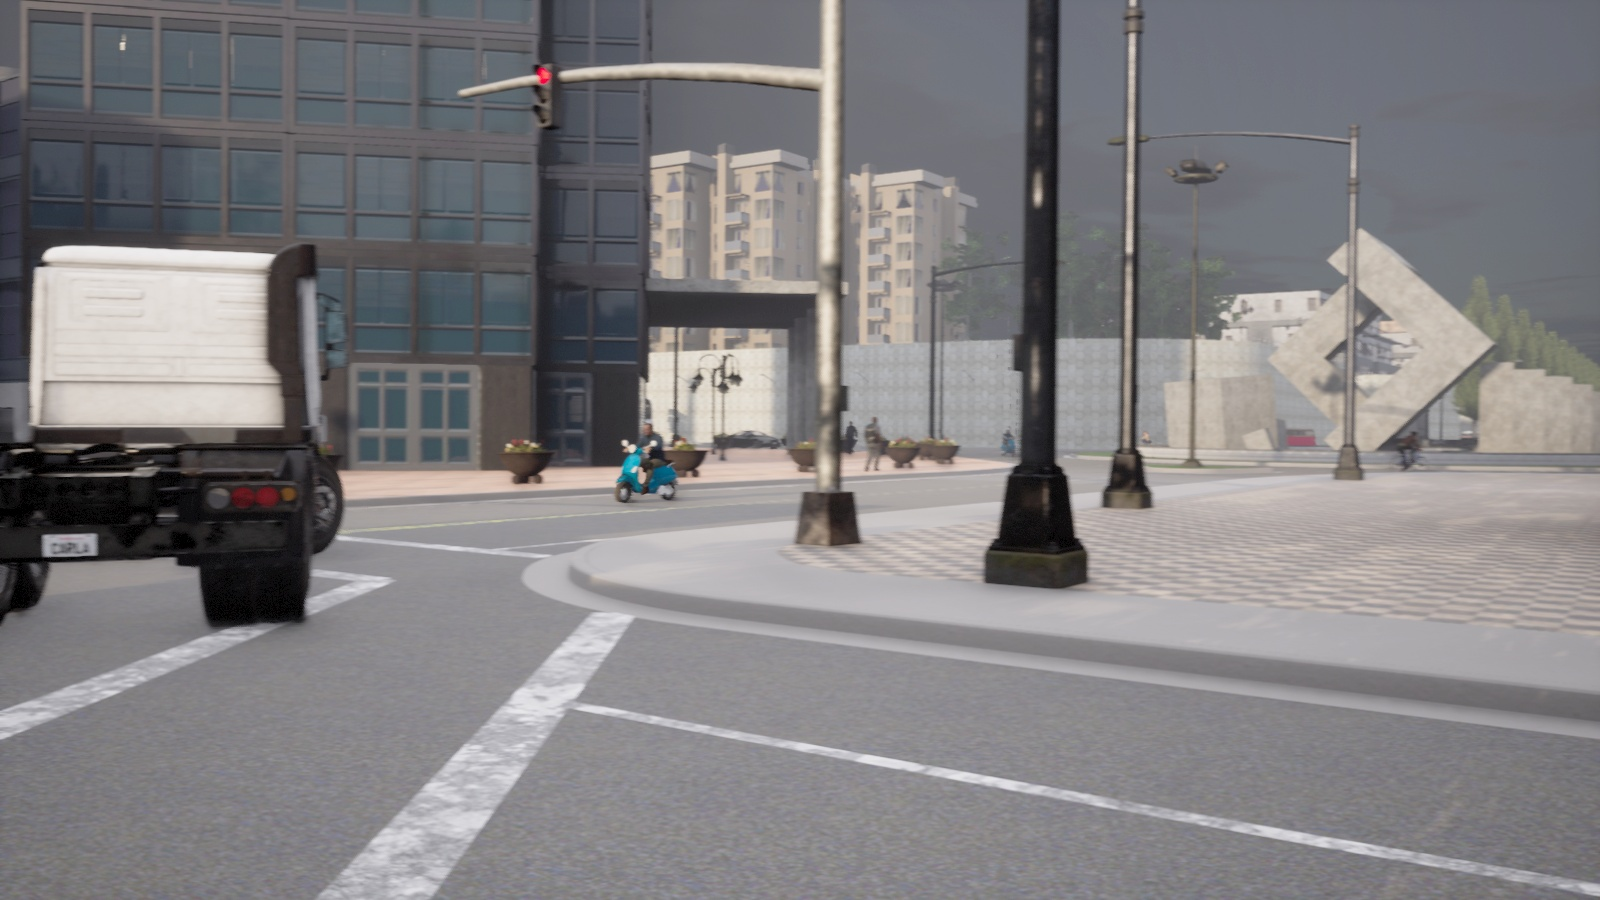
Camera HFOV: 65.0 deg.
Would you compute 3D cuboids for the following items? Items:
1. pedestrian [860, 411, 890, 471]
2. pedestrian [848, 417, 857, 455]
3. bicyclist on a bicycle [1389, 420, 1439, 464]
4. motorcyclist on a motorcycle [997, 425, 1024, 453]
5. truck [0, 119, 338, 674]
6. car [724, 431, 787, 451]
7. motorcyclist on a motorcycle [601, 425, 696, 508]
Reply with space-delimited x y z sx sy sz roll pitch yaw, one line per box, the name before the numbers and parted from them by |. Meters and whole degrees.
pedestrian | 2.379 -0.284 39.631 0.563 1.883 0.849 0 1 35
pedestrian | 2.739 -0.731 65.621 0.423 1.949 0.788 0 1 1
bicyclist on a bicycle | 23.180 -0.310 47.418 1.656 1.620 0.582 0 2 -13
motorcyclist on a motorcycle | 12.416 -0.660 73.980 0.866 1.590 1.817 -2 1 -15
truck | -5.934 -0.380 11.707 2.891 3.462 7.936 -1 1 -20
car | -3.141 -0.653 88.335 4.181 1.385 1.994 0 1 38
motorcyclist on a motorcycle | -2.981 0.300 24.898 0.866 1.590 1.817 0 1 35
